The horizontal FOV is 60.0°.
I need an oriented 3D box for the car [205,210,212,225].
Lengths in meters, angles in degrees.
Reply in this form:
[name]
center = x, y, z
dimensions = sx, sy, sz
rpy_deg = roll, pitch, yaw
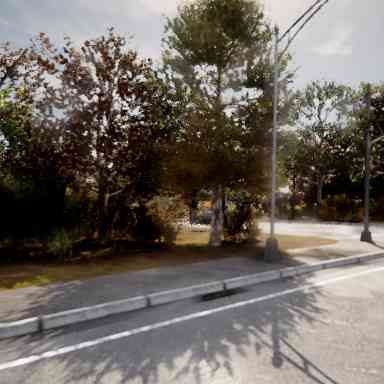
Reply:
[car]
center = 1.843, 2.455, 31.067
dimensions = 1.837, 1.490, 4.892
rpy_deg = 3, -5, -40
